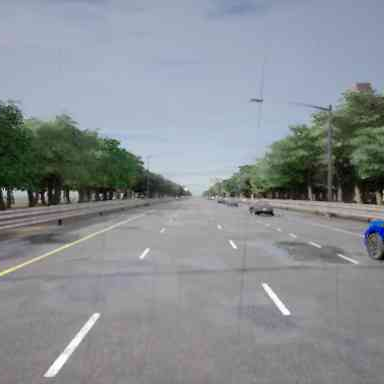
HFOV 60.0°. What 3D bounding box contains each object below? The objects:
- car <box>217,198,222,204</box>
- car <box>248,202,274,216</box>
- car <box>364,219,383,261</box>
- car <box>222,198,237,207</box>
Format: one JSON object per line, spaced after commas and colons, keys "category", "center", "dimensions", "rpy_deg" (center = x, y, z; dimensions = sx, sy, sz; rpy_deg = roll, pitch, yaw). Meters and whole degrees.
{"category": "car", "center": [7.439, 2.293, 85.626], "dimensions": [1.994, 1.385, 4.181], "rpy_deg": [0, -1, 1]}
{"category": "car", "center": [7.081, 1.681, 34.448], "dimensions": [1.994, 1.385, 4.181], "rpy_deg": [0, -1, 0]}
{"category": "car", "center": [7.010, 1.227, 9.103], "dimensions": [2.150, 2.045, 5.566], "rpy_deg": [0, 0, 0]}
{"category": "car", "center": [7.234, 1.961, 61.483], "dimensions": [2.033, 1.411, 5.357], "rpy_deg": [0, -1, 0]}
